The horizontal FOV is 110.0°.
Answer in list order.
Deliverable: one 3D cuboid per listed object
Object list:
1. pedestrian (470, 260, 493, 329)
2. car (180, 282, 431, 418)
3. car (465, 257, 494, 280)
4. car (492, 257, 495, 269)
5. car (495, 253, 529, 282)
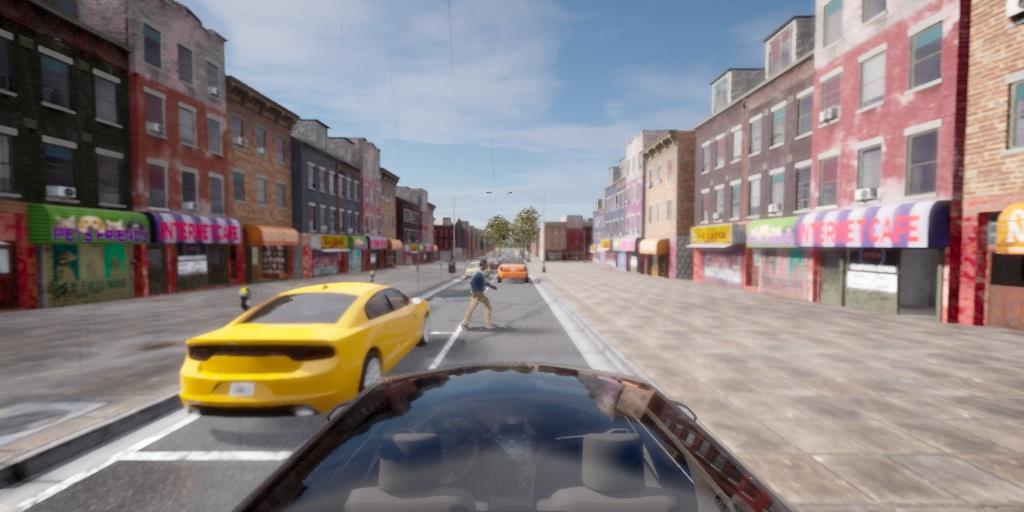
[{"bbox_3d":[-0.774,0.966,9.106,0.375,1.860,0.375,1,2,0],"label":"pedestrian"},{"bbox_3d":[-2.746,1.180,6.127,1.882,1.535,5.008,0,1,0],"label":"car"},{"bbox_3d":[-2.610,1.041,27.664,1.751,1.417,4.829,0,0,0],"label":"car"},{"bbox_3d":[-2.591,0.866,44.173,1.967,1.591,4.097,0,0,0],"label":"car"},{"bbox_3d":[0.104,0.882,25.800,2.097,1.767,4.553,0,0,0],"label":"car"}]
